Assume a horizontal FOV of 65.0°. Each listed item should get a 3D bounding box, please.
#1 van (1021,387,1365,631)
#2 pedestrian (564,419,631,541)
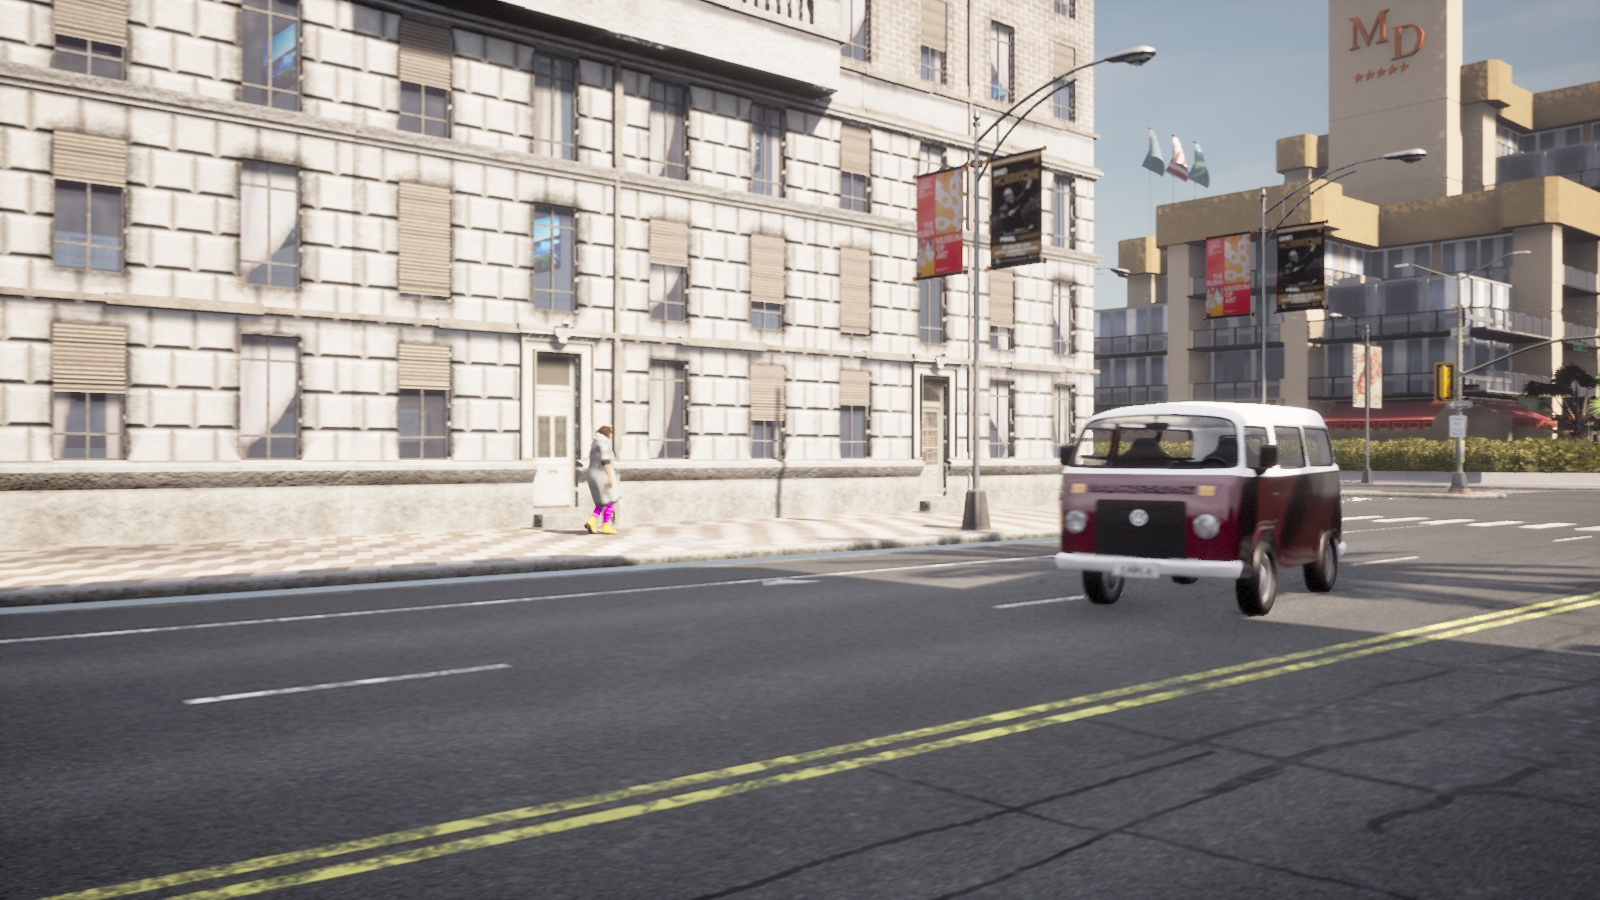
[{"bbox_3d":[4.208,0.498,12.910,2.069,2.038,4.480,0,0,36],"label":"van"},{"bbox_3d":[-3.320,0.475,20.569,0.873,1.952,0.659,0,0,-34],"label":"pedestrian"}]
